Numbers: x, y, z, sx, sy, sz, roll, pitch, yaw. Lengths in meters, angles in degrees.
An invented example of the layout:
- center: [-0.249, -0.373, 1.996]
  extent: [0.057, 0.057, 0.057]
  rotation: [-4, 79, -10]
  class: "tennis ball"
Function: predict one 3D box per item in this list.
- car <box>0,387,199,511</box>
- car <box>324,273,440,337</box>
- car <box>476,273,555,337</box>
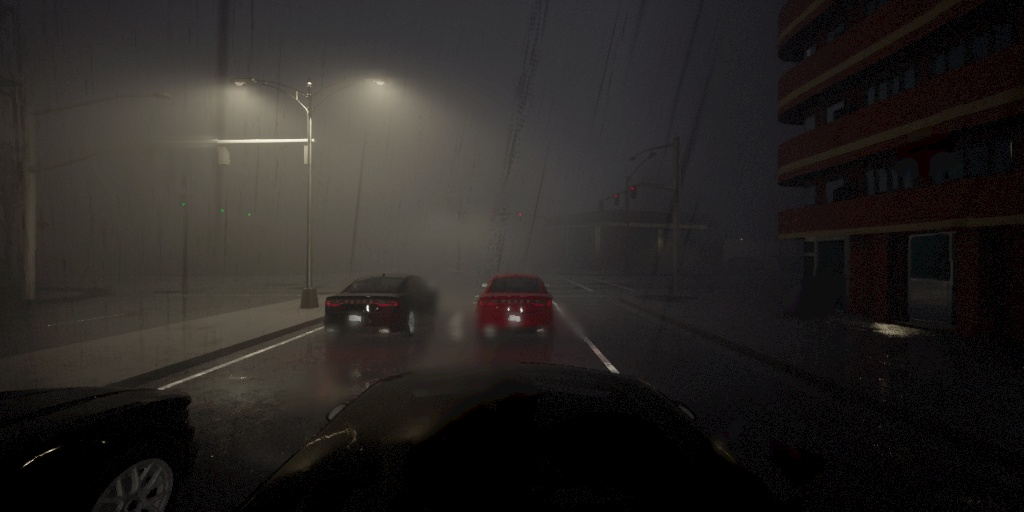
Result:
- center: [-3.408, 1.228, 0.753]
  extent: [1.882, 1.535, 5.008]
  rotation: [0, 0, 0]
  class: "car"
- center: [-3.396, 1.228, 10.327]
  extent: [1.882, 1.535, 5.008]
  rotation: [0, 0, 0]
  class: "car"
- center: [0.109, 1.228, 10.341]
  extent: [1.882, 1.535, 5.008]
  rotation: [0, 0, 1]
  class: "car"
